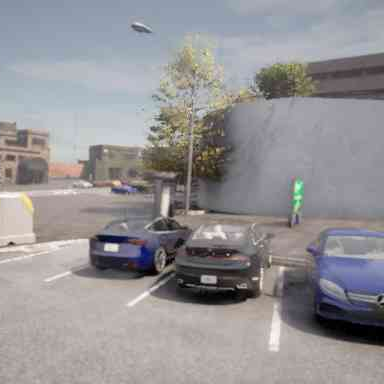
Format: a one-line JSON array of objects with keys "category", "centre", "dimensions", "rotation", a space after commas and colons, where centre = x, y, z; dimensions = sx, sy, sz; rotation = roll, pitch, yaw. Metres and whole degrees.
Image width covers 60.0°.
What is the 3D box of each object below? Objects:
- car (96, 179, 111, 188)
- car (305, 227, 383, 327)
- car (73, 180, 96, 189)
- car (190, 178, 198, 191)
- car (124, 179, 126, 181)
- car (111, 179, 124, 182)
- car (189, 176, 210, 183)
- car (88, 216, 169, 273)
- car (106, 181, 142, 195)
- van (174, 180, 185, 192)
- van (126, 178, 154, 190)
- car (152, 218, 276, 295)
[{"category": "car", "centre": [-19.754, -1.670, 68.867], "dimensions": [4.792, 1.488, 2.163], "rotation": [2, 5, 35]}, {"category": "car", "centre": [3.421, 1.516, 7.017], "dimensions": [2.002, 1.452, 4.674], "rotation": [1, 0, 16]}, {"category": "car", "centre": [-22.190, -1.494, 67.190], "dimensions": [4.674, 1.452, 2.002], "rotation": [2, 5, 35]}, {"category": "car", "centre": [-1.107, -1.157, 60.823], "dimensions": [4.553, 1.767, 2.185], "rotation": [4, 7, 37]}, {"category": "car", "centre": [-14.983, -2.003, 72.281], "dimensions": [4.792, 1.488, 2.163], "rotation": [2, 6, 35]}, {"category": "car", "centre": [-17.348, -1.990, 70.542], "dimensions": [4.553, 1.767, 2.185], "rotation": [2, 6, 35]}, {"category": "car", "centre": [1.899, -3.186, 84.029], "dimensions": [5.008, 1.535, 2.097], "rotation": [2, 5, 35]}, {"category": "car", "centre": [-1.328, 1.470, 10.560], "dimensions": [2.163, 1.488, 4.792], "rotation": [0, -1, 17]}, {"category": "car", "centre": [-11.121, -0.381, 54.274], "dimensions": [5.008, 1.535, 2.097], "rotation": [5, 7, 37]}, {"category": "van", "centre": [-3.690, -1.099, 59.220], "dimensions": [4.442, 1.987, 1.878], "rotation": [5, 8, 37]}, {"category": "van", "centre": [-8.515, -0.760, 55.815], "dimensions": [4.442, 1.987, 1.878], "rotation": [5, 7, 37]}, {"category": "car", "centre": [1.028, 1.458, 8.756], "dimensions": [2.231, 1.521, 4.892], "rotation": [0, -1, 17]}]
